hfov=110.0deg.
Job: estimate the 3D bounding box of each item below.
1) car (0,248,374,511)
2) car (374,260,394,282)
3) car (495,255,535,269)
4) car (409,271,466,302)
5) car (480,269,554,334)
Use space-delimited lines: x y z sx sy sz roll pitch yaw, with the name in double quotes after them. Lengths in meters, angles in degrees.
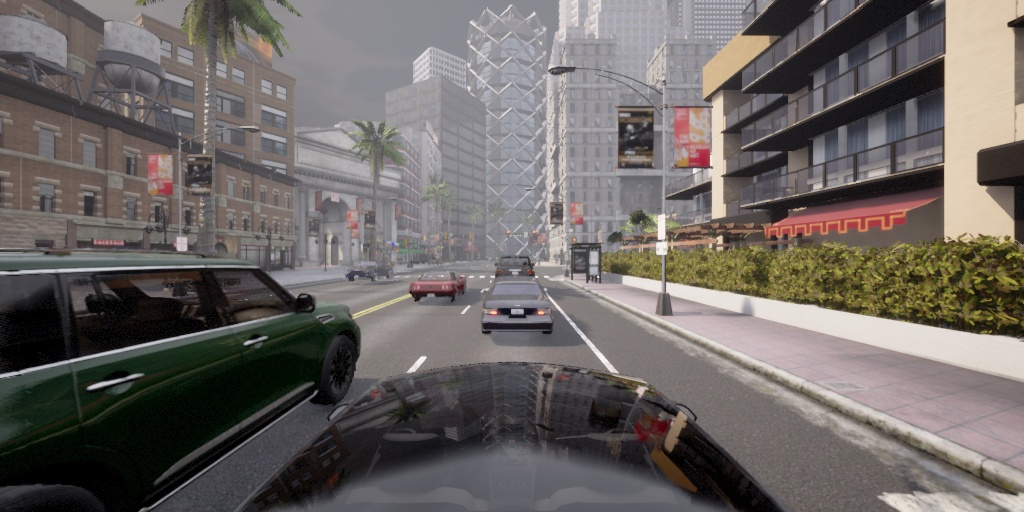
-3.349 0.972 3.109 2.150 2.045 5.566 0 0 -1 "car"
-10.410 1.004 26.678 2.033 1.411 5.357 0 0 0 "car"
0.166 0.969 20.820 2.150 2.045 5.566 0 0 0 "car"
-3.345 1.349 17.114 1.895 1.301 4.718 0 0 0 "car"
0.129 1.296 10.568 2.033 1.411 5.357 0 0 0 "car"
